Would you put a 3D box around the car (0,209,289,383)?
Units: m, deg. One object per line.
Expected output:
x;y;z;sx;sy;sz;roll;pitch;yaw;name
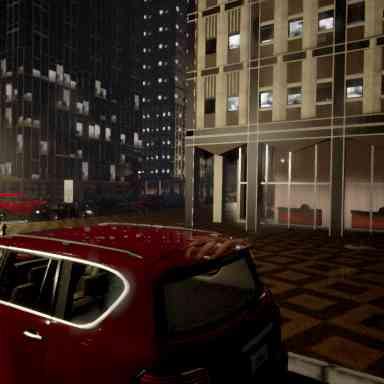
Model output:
-1.434;1.314;3.875;5.009;1.841;2.192;0;1;36;car

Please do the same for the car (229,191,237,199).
10.505;0.784;79.888;2.192;1.841;5.009;2;1;30;car

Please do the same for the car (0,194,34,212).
-13.858;1.156;26.334;2.150;2.045;5.566;1;1;29;car

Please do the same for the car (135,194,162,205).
-6.577;1.107;50.572;1.967;1.590;4.097;2;1;30;car

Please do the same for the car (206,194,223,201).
4.807;1.079;70.119;1.887;1.381;4.507;2;1;30;car

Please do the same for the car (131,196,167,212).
-4.946;1.488;36.733;1.802;1.307;4.206;2;1;30;car

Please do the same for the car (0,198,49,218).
-15.614;1.356;29.932;1.837;1.490;4.892;1;1;30;car

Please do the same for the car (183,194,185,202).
-0.884;1.041;60.345;1.967;1.590;4.097;2;1;30;car

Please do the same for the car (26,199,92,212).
-10.635;1.537;26.968;1.947;1.339;4.313;2;1;30;car

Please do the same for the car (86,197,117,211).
-10.613;1.357;38.527;1.994;1.385;4.181;1;1;30;car

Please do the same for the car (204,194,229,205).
3.590;1.246;51.379;1.967;1.590;4.097;2;1;30;car

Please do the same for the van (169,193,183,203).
-3.729;0.975;55.457;1.690;1.788;3.998;2;1;30;van

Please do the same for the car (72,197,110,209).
-12.273;1.299;40.802;1.947;1.339;4.313;2;1;30;car

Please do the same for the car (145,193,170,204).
-5.507;1.260;47.272;1.812;1.442;4.674;1;1;31;car

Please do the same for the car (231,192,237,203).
9.363;1.265;61.293;1.752;1.417;4.829;2;1;30;car
